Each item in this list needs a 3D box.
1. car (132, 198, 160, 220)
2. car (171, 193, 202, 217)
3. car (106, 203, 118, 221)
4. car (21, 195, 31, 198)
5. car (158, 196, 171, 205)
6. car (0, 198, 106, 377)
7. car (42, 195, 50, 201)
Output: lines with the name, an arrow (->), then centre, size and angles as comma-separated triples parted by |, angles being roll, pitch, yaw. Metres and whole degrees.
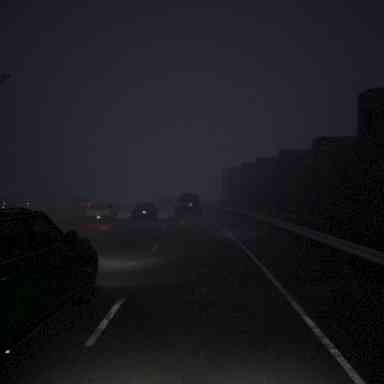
car -> -3.863, 1.502, 27.385 | 1.994, 1.385, 4.181 | 0, 0, -5
car -> -0.427, 1.130, 29.897 | 2.150, 2.045, 5.566 | 0, 0, -6
car -> -7.180, 1.561, 26.978 | 1.895, 1.301, 4.718 | 0, 0, -5
car -> -34.500, 1.497, 68.905 | 1.837, 1.490, 4.892 | 0, 0, -19
car -> -4.417, 1.363, 53.802 | 1.837, 1.490, 4.892 | 1, 0, -13
car -> -3.141, 1.227, 4.845 | 2.150, 2.045, 5.566 | 0, 0, 1
car -> -35.488, 1.413, 80.787 | 1.882, 1.535, 5.008 | 0, 0, -24
